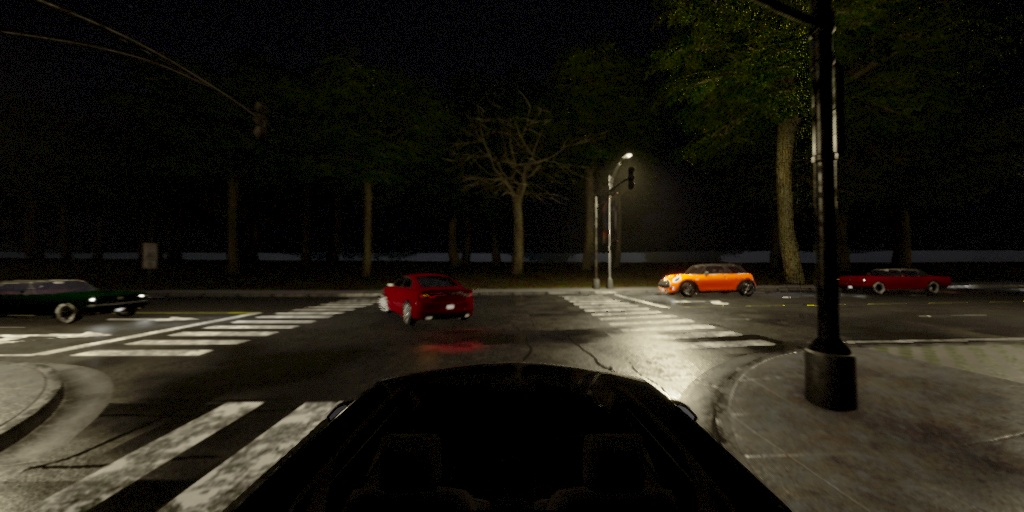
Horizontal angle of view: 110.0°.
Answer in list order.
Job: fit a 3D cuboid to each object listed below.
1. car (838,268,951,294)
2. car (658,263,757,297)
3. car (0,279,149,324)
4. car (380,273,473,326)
[{"bbox_3d":[20.386,1.328,19.372,4.718,1.301,1.895,-1,-2,-2],"label":"car"},{"bbox_3d":[10.237,1.203,19.092,4.553,1.767,2.097,-1,-2,-2],"label":"car"},{"bbox_3d":[-14.916,1.420,11.681,4.718,1.301,1.895,0,-2,1],"label":"car"},{"bbox_3d":[-3.078,1.340,12.353,1.882,1.535,5.008,2,-2,-32],"label":"car"}]
